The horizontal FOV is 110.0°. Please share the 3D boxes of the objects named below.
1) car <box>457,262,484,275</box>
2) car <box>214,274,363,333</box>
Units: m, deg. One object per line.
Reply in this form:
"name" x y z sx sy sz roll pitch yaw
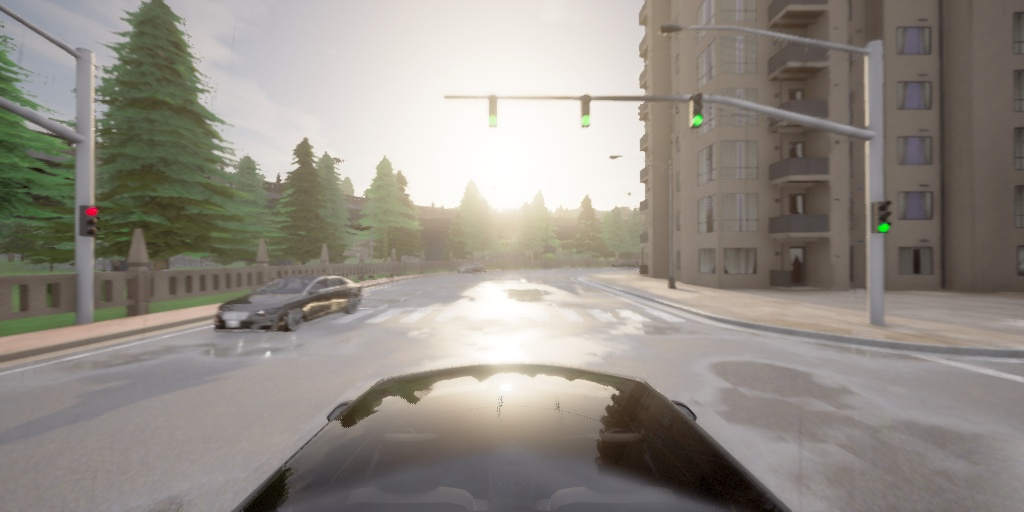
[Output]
"car" -5.069 1.516 43.970 2.128 1.511 4.902 0 0 18
"car" -6.483 1.342 11.074 2.128 1.511 4.902 0 1 6
